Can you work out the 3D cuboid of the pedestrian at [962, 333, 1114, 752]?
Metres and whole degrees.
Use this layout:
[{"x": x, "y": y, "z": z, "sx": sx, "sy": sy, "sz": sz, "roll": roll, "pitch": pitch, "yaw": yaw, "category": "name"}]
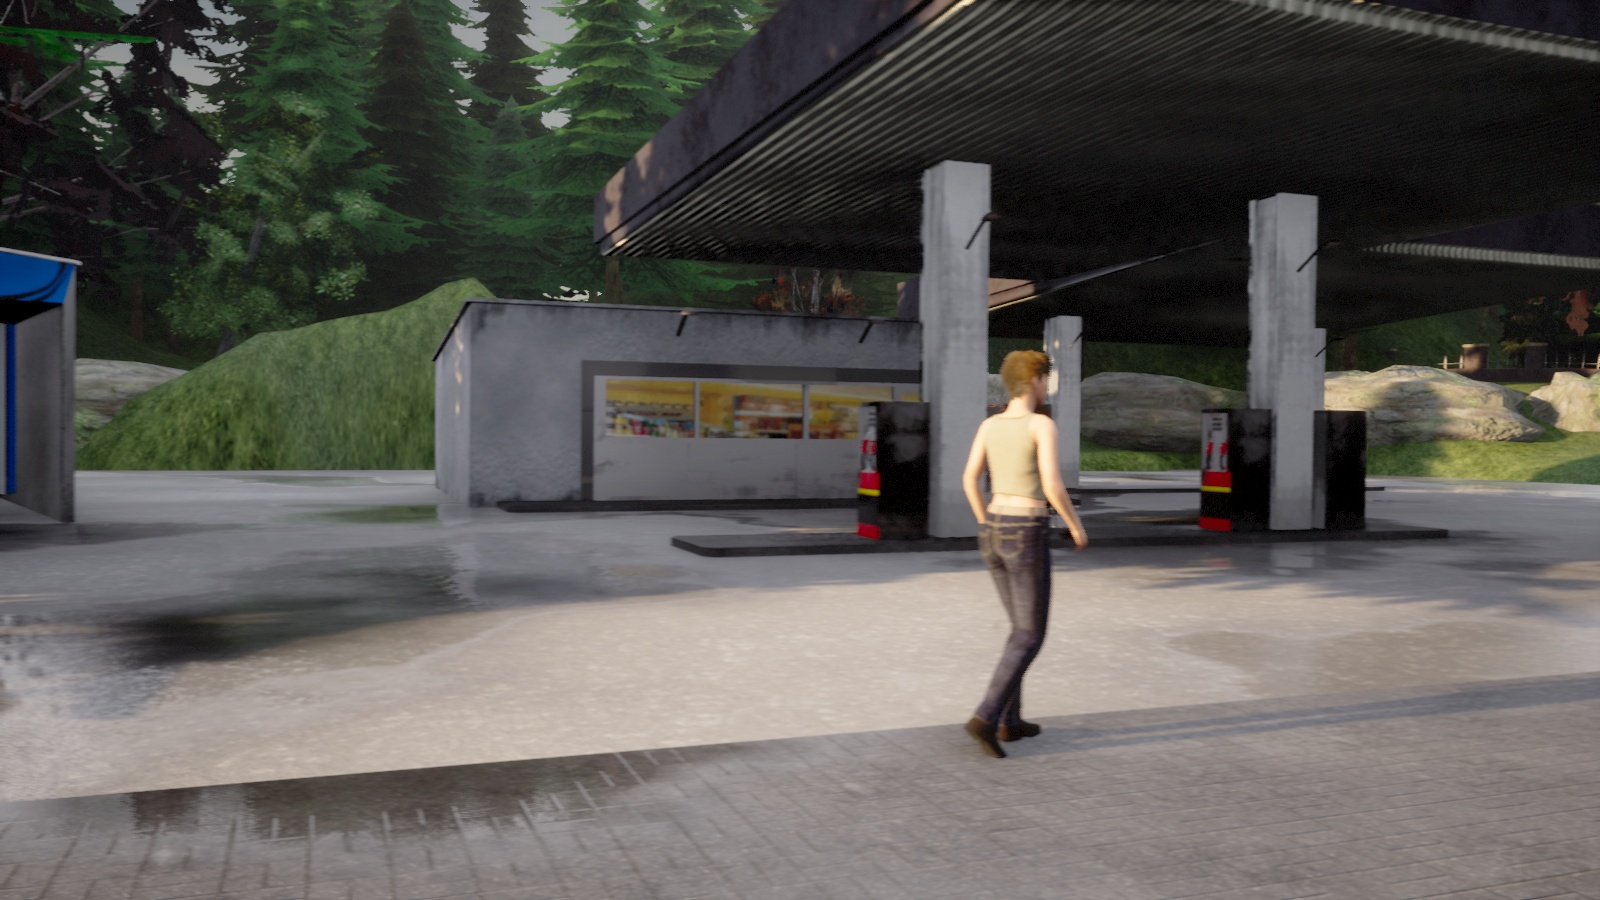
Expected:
[{"x": 1.101, "y": 0.401, "z": 5.797, "sx": 0.594, "sy": 1.836, "sz": 0.345, "roll": -1, "pitch": 1, "yaw": -31, "category": "pedestrian"}]
